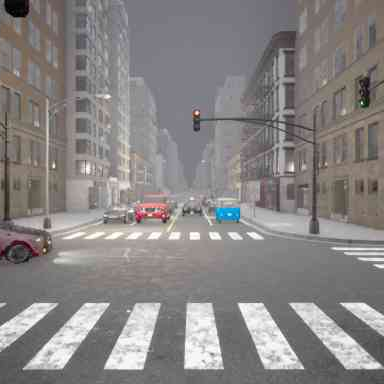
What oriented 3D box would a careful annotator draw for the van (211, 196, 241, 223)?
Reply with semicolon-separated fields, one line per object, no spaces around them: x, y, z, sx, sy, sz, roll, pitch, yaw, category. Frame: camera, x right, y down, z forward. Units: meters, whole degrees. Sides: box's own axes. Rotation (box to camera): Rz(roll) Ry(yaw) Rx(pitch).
2.605;1.340;24.941;1.690;1.788;3.998;0;0;0;van

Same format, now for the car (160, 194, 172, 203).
-5.475;1.292;70.377;2.192;1.841;5.009;0;0;0;car

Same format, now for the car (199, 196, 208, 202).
2.543;1.524;76.072;2.008;1.369;4.403;0;0;0;car

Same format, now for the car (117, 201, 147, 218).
-5.426;1.543;30.604;1.887;1.381;4.507;0;0;0;car

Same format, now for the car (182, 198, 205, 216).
0.026;1.599;33.005;1.895;1.301;4.718;0;0;0;car

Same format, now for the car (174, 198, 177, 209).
-2.896;1.599;35.421;1.895;1.301;4.718;0;0;0;car

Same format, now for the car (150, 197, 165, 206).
-5.454;1.556;53.332;1.947;1.339;4.313;0;0;0;car

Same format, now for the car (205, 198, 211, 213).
2.592;1.580;36.303;1.802;1.307;4.206;0;0;0;car

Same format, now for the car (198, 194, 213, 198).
2.571;1.305;53.348;2.192;1.841;5.009;0;0;0;car

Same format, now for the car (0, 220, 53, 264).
-6.816;1.532;10.833;4.181;1.385;1.994;0;0;-15;car

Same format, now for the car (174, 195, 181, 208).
-2.892;1.500;45.481;1.837;1.490;4.892;0;0;0;car

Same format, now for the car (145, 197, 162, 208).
-5.447;1.519;47.480;1.752;1.417;4.829;0;0;0;car

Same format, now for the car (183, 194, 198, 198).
-0.053;1.535;56.221;2.033;1.411;5.357;0;0;0;car

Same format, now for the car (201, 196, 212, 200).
2.578;1.576;47.666;1.802;1.307;4.206;0;0;0;car

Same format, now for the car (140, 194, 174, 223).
-2.880;1.220;25.605;2.150;2.045;5.566;0;0;0;car

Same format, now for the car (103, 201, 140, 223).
-5.420;1.549;24.923;2.008;1.369;4.403;0;0;0;car

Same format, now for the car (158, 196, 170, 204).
-5.468;1.547;64.695;1.947;1.339;4.313;0;0;0;car
